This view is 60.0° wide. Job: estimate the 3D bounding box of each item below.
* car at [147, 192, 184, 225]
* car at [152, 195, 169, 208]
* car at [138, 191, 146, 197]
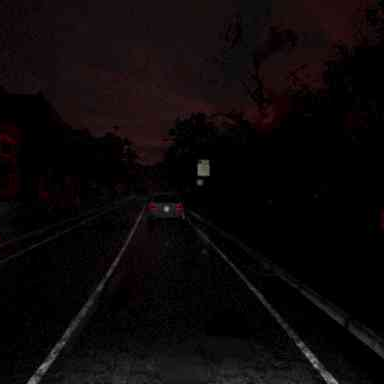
[{"bbox_3d":[-1.775,1.012,22.130,2.150,2.045,5.566,0,1,-6],"label":"car"},{"bbox_3d":[-3.952,1.100,41.469,2.033,1.411,5.357,0,1,-6],"label":"car"},{"bbox_3d":[-11.700,0.494,77.970,1.895,1.301,4.718,0,1,-6],"label":"car"}]
